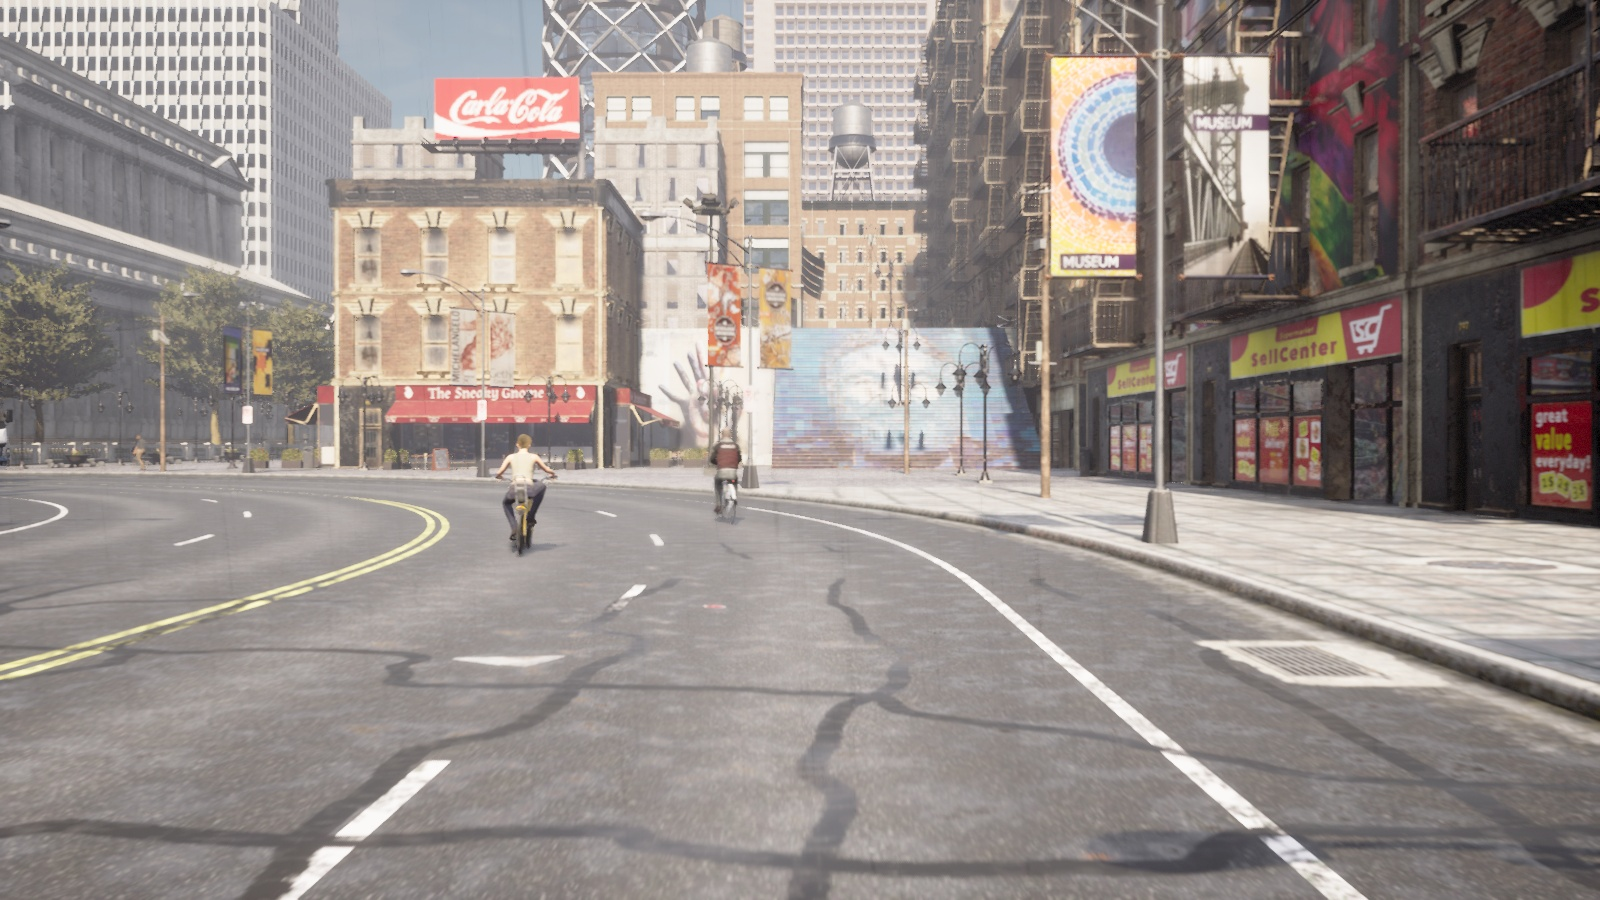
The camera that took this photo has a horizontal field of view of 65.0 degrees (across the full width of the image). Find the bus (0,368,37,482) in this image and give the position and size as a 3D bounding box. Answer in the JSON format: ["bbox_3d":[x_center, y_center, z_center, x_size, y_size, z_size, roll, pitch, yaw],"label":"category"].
[{"bbox_3d":[-34.874,-0.927,47.810,10.273,4.253,3.944,0,0,15],"label":"bus"}]

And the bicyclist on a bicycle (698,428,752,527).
[{"bbox_3d":[-1.422,0.484,23.444,0.659,1.776,1.843,0,1,-14],"label":"bicyclist on a bicycle"}]

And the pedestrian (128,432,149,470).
[{"bbox_3d":[-32.149,0.033,61.051,0.694,1.848,0.540,0,0,7],"label":"pedestrian"}]

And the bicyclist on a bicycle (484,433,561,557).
[{"bbox_3d":[-3.763,0.583,17.154,0.866,1.612,1.509,0,0,-6],"label":"bicyclist on a bicycle"}]
